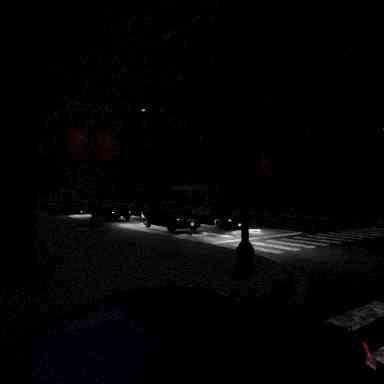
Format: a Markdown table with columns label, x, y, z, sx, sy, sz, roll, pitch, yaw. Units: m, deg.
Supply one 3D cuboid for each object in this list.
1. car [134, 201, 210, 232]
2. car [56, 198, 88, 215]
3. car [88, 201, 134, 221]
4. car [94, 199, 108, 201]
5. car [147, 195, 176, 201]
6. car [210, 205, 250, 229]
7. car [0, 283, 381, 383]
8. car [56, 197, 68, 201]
| label | x | y | z | sx | sy | sz | roll | pitch | yaw |
| --- | --- | --- | --- | --- | --- | --- | --- | --- | --- |
| car | -1.410 | 1.548 | 20.646 | 2.128 | 1.511 | 4.902 | 0 | 0 | -36 |
| car | -13.038 | 1.680 | 36.832 | 2.033 | 1.411 | 5.357 | 0 | 0 | -35 |
| car | -6.857 | 1.693 | 28.221 | 1.895 | 1.301 | 4.718 | 0 | 0 | -36 |
| car | -10.537 | 1.632 | 38.921 | 2.128 | 1.511 | 4.902 | 0 | 0 | -36 |
| car | -4.098 | 1.369 | 41.421 | 2.150 | 2.045 | 5.566 | 0 | 0 | -36 |
| car | 1.430 | 1.609 | 22.323 | 2.033 | 1.411 | 5.357 | 0 | 0 | -33 |
| car | -0.360 | 1.564 | 2.626 | 4.181 | 1.385 | 1.994 | 0 | 0 | -34 |
| car | -25.183 | 1.746 | 65.156 | 2.128 | 1.511 | 4.902 | 0 | 0 | -36 |
